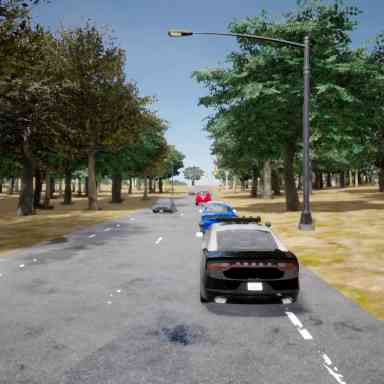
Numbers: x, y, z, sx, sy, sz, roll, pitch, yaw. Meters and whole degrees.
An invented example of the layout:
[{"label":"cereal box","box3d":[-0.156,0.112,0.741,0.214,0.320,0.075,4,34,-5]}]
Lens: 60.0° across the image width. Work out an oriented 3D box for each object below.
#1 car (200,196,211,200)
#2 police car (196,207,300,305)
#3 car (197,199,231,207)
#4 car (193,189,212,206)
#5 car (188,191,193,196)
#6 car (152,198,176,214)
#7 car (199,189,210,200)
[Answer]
[{"label":"car","box3d":[1.673,1.315,24.300,1.801,1.575,5.366,0,1,3]},{"label":"police car","box3d":[1.129,1.409,8.303,1.930,1.638,5.238,0,0,1]},{"label":"car","box3d":[1.408,1.401,18.132,1.882,1.535,5.008,0,1,2]},{"label":"car","box3d":[1.624,0.805,46.168,2.150,2.045,5.566,0,1,3]},{"label":"car","box3d":[-0.038,0.408,88.210,1.895,1.301,4.718,0,1,3]},{"label":"car","box3d":[-2.623,1.313,32.369,2.033,1.411,5.357,0,1,3]},{"label":"car","box3d":[2.500,0.466,67.364,2.150,2.045,5.566,0,1,3]}]
